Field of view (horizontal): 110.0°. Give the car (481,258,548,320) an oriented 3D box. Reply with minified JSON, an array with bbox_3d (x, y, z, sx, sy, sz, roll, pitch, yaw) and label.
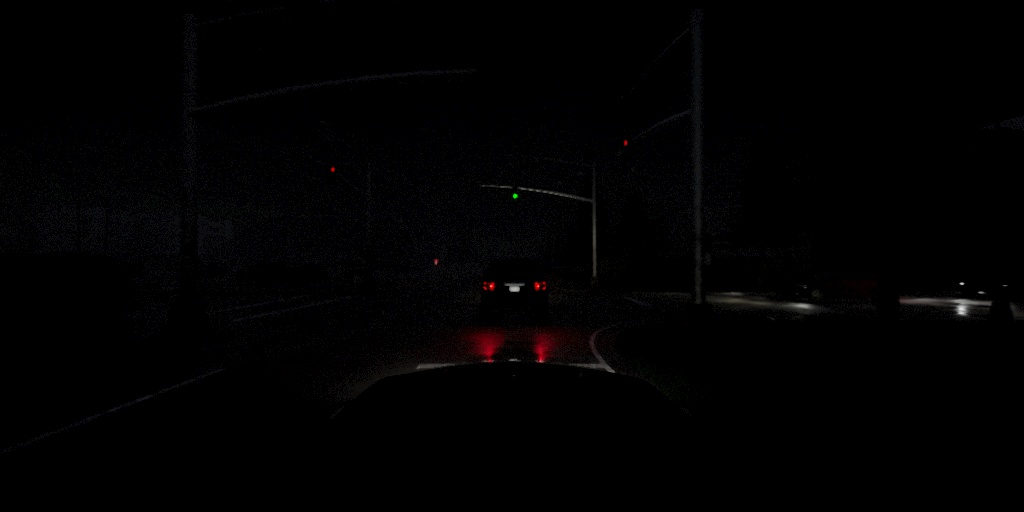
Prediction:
[{"bbox_3d":[0.084,1.098,13.417,2.150,2.045,5.566,0,0,0],"label":"car"}]

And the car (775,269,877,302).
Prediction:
[{"bbox_3d":[15.682,1.391,17.548,5.008,1.535,1.882,0,-1,-2],"label":"car"}]

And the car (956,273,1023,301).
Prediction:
[{"bbox_3d":[25.606,1.519,18.286,4.718,1.301,1.895,0,-1,-10],"label":"car"}]
